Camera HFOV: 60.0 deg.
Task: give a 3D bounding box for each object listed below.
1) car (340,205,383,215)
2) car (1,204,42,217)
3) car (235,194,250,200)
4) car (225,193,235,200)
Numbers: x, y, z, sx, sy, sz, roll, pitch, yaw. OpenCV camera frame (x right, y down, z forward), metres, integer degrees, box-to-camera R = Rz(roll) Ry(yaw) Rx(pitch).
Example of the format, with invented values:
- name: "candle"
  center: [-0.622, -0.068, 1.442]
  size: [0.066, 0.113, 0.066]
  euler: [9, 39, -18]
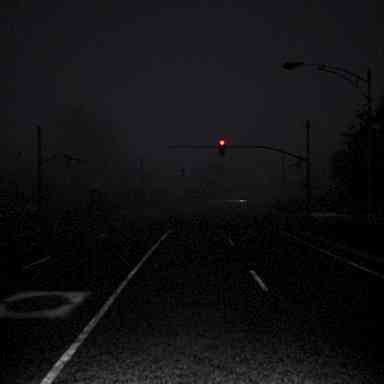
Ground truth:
- name: "car"
  center: [19.707, 1.868, 38.245]
  size: [5.008, 1.535, 1.882]
  euler: [-2, -1, 3]
- name: "car"
  center: [-20.823, 2.184, 40.631]
  size: [4.674, 1.442, 1.812]
  euler: [-2, -1, 3]
- name: "car"
  center: [12.628, 1.216, 80.217]
  size: [1.994, 1.385, 4.181]
  euler: [0, 3, 28]
- name: "car"
  center: [9.682, 1.174, 82.111]
  size: [1.837, 1.490, 4.892]
  euler: [0, 3, 28]
